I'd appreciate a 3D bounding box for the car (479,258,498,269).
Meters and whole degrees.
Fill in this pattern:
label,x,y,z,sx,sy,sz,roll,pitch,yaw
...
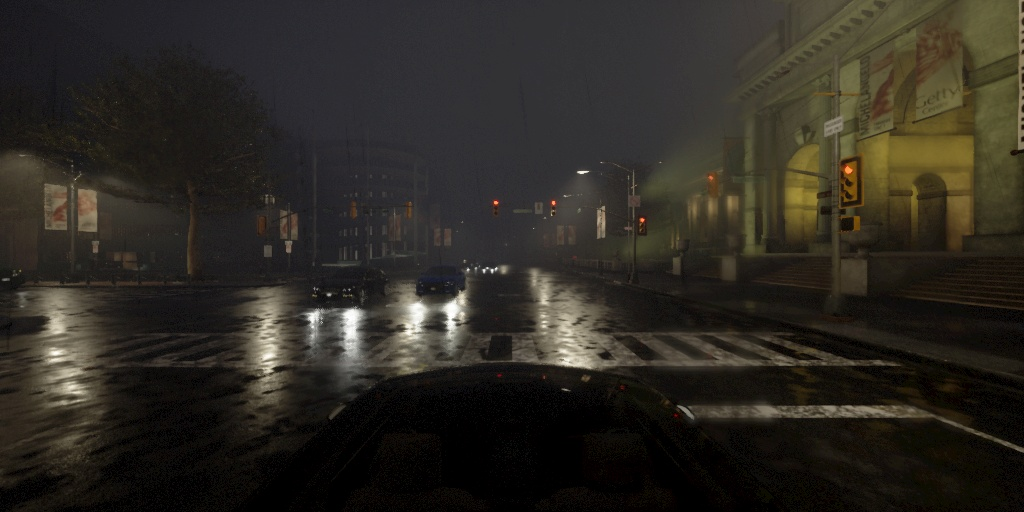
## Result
label,x,y,z,sx,sy,sz,roll,pitch,yaw
car,-3.603,1.314,56.241,1.994,1.385,4.181,0,0,0

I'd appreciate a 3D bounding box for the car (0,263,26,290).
label,x,y,z,sx,sy,sz,roll,pitch,yaw
car,-31.114,0.971,20.095,5.566,2.045,2.150,0,0,0

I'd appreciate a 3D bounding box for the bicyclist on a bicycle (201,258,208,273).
label,x,y,z,sx,sy,sz,roll,pitch,yaw
bicyclist on a bicycle,-34.228,1.051,39.560,0.582,1.620,1.656,0,0,0

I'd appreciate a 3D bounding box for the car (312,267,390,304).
label,x,y,z,sx,sy,sz,roll,pitch,yaw
car,-7.098,1.255,16.335,1.837,1.490,4.892,0,0,0

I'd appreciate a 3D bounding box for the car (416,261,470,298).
label,x,y,z,sx,sy,sz,roll,pitch,yaw
car,-3.599,1.227,18.884,1.882,1.535,5.008,0,0,0

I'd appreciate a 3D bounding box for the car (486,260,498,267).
label,x,y,z,sx,sy,sz,roll,pitch,yaw
car,-3.575,1.351,65.011,1.895,1.301,4.718,0,0,0

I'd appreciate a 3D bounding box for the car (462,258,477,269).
label,x,y,z,sx,sy,sz,roll,pitch,yaw
car,-7.095,1.297,56.145,2.033,1.411,5.357,0,0,0
